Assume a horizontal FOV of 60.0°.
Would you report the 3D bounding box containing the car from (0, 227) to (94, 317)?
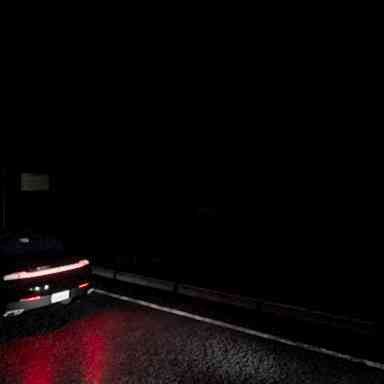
[{"bbox_3d":[-4.082,1.490,6.887,4.902,1.511,2.128,0,0,37],"label":"car"}]
